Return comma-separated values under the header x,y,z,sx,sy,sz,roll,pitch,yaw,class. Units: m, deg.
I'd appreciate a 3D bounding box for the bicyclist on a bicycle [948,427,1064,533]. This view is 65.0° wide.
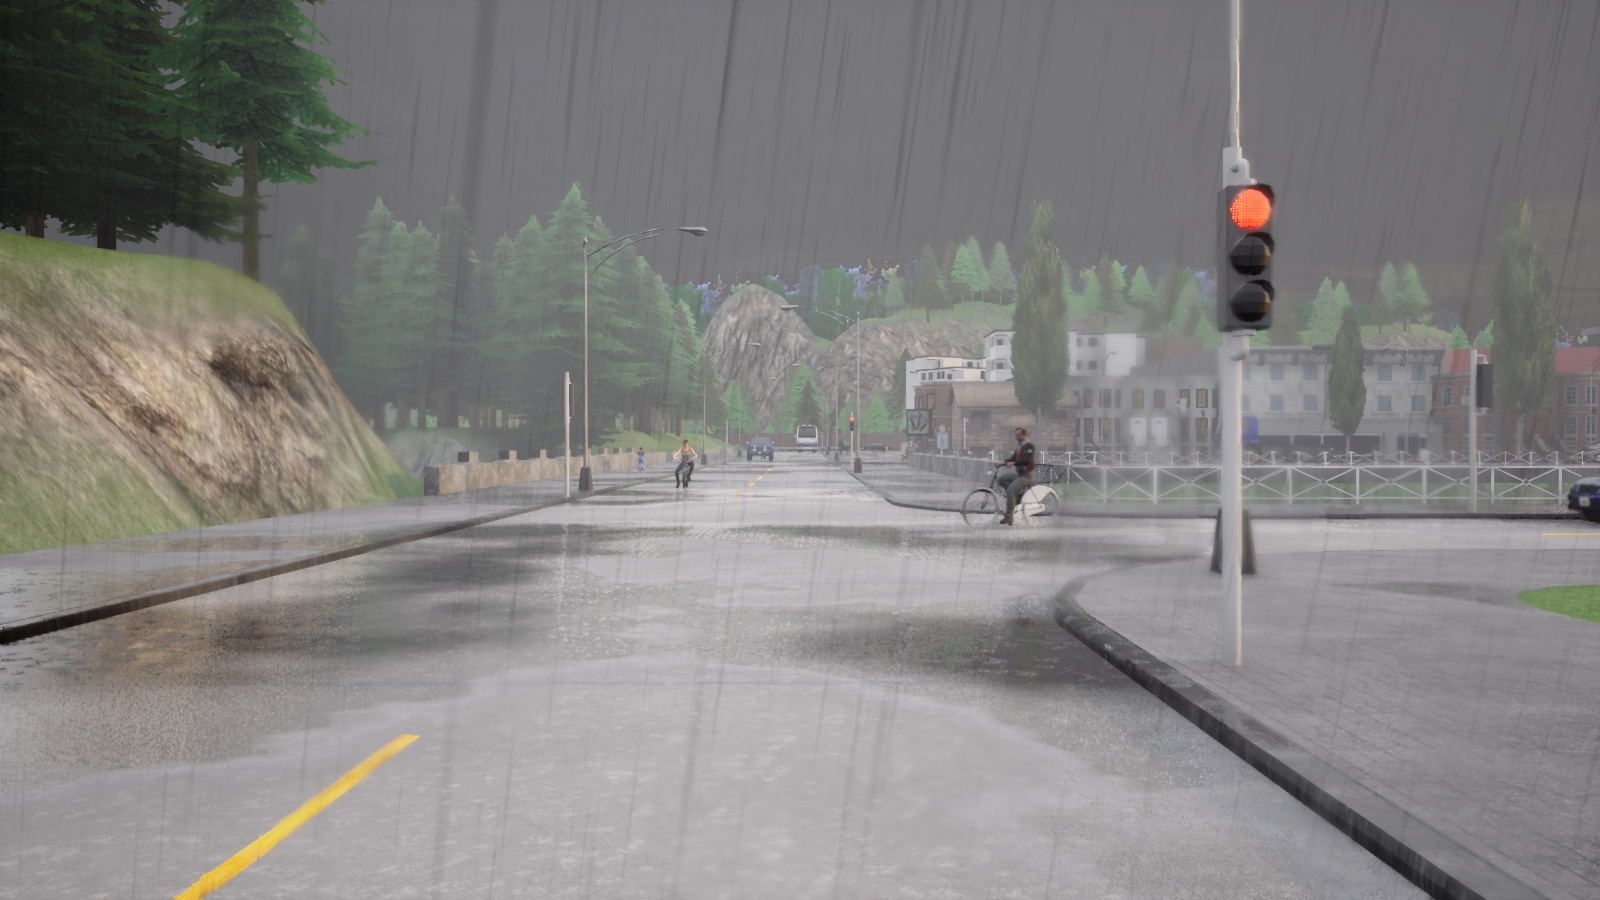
x,y,z,sx,sy,sz,roll,pitch,yaw,class
3.549,0.498,21.659,1.843,1.776,0.659,0,1,-17,bicyclist on a bicycle

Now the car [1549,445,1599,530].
x,y,z,sx,sy,sz,roll,pitch,yaw,class
15.972,0.647,22.360,4.193,1.474,1.816,0,0,0,car

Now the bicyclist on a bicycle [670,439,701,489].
x,y,z,sx,sy,sz,roll,pitch,yaw,class
-3.753,0.448,41.180,0.866,1.612,1.509,0,0,0,bicyclist on a bicycle

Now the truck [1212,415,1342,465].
x,y,z,sx,sy,sz,roll,pitch,yaw,class
33.314,-0.705,87.911,7.936,3.462,2.891,0,0,0,truck
